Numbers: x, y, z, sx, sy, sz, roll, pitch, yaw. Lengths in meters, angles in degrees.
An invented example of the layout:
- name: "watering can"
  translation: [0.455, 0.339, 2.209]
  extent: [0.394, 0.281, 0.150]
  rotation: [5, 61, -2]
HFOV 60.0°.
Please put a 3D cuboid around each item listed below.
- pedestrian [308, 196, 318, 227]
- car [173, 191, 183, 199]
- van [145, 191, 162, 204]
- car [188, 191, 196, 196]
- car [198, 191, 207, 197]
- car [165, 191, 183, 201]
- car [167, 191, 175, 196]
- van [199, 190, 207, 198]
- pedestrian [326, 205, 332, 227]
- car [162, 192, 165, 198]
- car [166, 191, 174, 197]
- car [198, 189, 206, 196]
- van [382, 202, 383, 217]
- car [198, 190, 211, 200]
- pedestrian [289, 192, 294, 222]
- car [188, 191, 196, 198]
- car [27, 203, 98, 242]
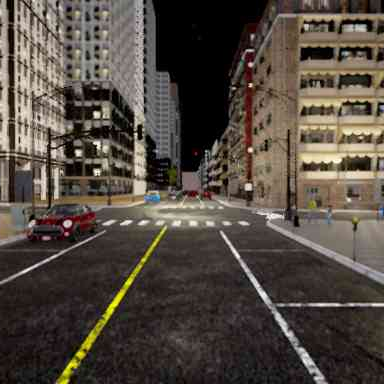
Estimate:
- name: "pedestrian"
  translation: [6.870, 1.067, 19.124]
  extent: [0.375, 1.860, 0.375]
  rotation: [0, 1, 0]
- name: "car"
  translation: [-3.012, 0.652, 73.710]
  extent: [2.128, 1.511, 4.902]
  rotation: [0, 1, 0]
- name: "van"
  translation: [-5.699, 0.771, 47.460]
  extent: [1.690, 1.788, 3.998]
  rotation: [0, 1, 0]
- name: "car"
  translation: [-0.013, 0.422, 86.991]
  extent: [1.895, 1.301, 4.718]
  rotation: [0, 1, 0]
- name: "car"
  translation: [2.675, 0.535, 86.319]
  extent: [2.008, 1.369, 4.403]
  rotation: [0, 1, 0]
- name: "car"
  translation: [-3.055, 0.796, 58.255]
  extent: [2.128, 1.511, 4.902]
  rotation: [0, 1, 0]
- name: "car"
  translation: [-5.707, 0.449, 91.697]
  extent: [1.752, 1.417, 4.829]
  rotation: [0, 1, 0]
- name: "van"
  translation: [2.675, 0.388, 80.766]
  extent: [1.690, 1.788, 3.998]
  rotation: [0, 1, 0]
- name: "pedestrian"
  translation: [8.131, 1.372, 19.729]
  extent: [0.375, 1.300, 0.375]
  rotation: [0, 1, 0]
- name: "car"
  translation: [-5.703, 0.701, 69.495]
  extent: [1.752, 1.417, 4.829]
  rotation: [0, 1, 0]
- name: "car"
  translation: [-5.706, 0.424, 86.315]
  extent: [1.967, 1.590, 4.097]
  rotation: [0, 1, 0]
- name: "car"
  translation: [2.673, 0.237, 91.867]
  extent: [2.192, 1.841, 5.009]
  rotation: [0, 1, 0]
- name: "van"
  translation: [16.925, 1.391, 25.729]
  extent: [3.998, 1.788, 1.690]
  rotation: [1, 0, 0]
- name: "car"
  translation: [2.678, 0.553, 64.115]
  extent: [2.192, 1.841, 5.009]
  rotation: [0, 1, 0]
- name: "pedestrian"
  translation: [6.132, 0.894, 20.322]
  extent: [0.375, 1.860, 0.375]
  rotation: [0, 1, 0]
- name: "car"
  translation: [-0.010, 0.565, 76.540]
  extent: [1.882, 1.535, 5.008]
  rotation: [0, 1, 0]
- name: "car"
  translation: [-5.694, 1.256, 14.990]
  extent: [1.967, 1.590, 4.097]
  rotation: [0, 1, 0]
